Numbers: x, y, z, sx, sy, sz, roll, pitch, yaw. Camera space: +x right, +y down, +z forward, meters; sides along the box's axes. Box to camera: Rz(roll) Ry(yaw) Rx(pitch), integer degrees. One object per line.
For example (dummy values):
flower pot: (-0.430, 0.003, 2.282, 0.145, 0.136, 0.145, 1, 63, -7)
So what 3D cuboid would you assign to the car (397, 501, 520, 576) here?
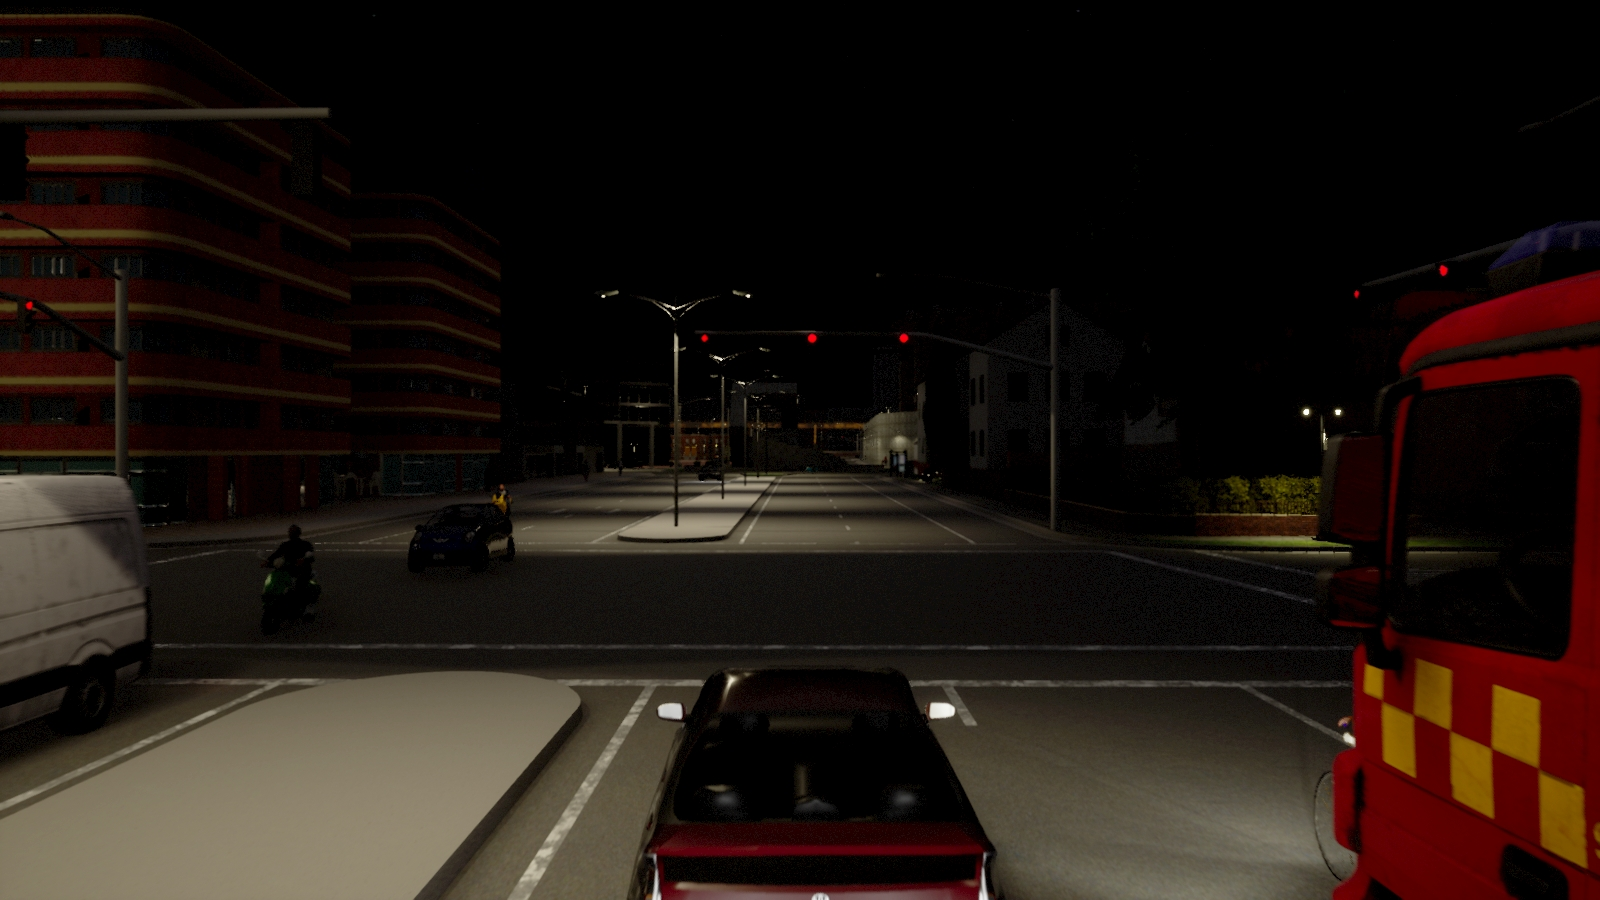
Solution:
car: (-8.019, 2.043, 27.180, 1.845, 1.501, 3.633, 0, 0, 0)

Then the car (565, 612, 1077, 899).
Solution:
car: (0.056, 2.041, 6.734, 2.007, 1.525, 4.514, 0, 0, -1)

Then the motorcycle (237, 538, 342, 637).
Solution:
motorcycle: (-8.003, 2.133, 18.005, 0.856, 1.341, 1.805, 0, 0, 0)

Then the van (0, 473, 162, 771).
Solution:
van: (-8.017, 1.537, 9.634, 1.988, 2.561, 5.915, 0, 0, 0)

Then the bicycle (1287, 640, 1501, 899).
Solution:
bicycle: (3.484, 2.048, 6.867, 0.329, 1.496, 1.835, 0, 0, 0)
